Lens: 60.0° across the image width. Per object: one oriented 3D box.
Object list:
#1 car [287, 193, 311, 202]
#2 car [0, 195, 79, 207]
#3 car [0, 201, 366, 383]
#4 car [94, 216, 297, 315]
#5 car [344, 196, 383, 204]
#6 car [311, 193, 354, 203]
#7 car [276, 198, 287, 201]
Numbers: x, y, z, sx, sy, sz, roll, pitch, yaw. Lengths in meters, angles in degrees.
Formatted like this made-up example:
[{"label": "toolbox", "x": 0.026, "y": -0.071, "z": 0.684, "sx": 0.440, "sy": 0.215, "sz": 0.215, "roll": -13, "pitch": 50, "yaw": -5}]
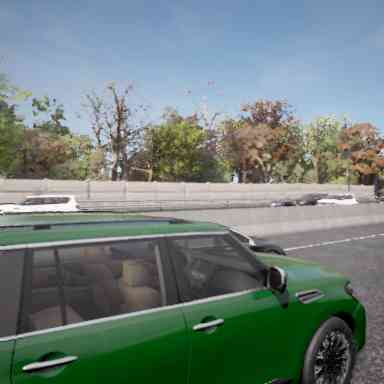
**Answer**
[{"label": "car", "x": 14.438, "y": 1.202, "z": 40.083, "sx": 5.566, "sy": 2.045, "sz": 2.150, "roll": 0, "pitch": 0, "yaw": -35}, {"label": "car", "x": -10.394, "y": 1.216, "z": 22.375, "sx": 5.566, "sy": 2.045, "sz": 2.150, "roll": 0, "pitch": 0, "yaw": -35}, {"label": "car", "x": -0.556, "y": 1.220, "z": 3.340, "sx": 5.566, "sy": 2.045, "sz": 2.150, "roll": 0, "pitch": 0, "yaw": -35}, {"label": "car", "x": 0.298, "y": 1.500, "z": 8.259, "sx": 4.892, "sy": 1.490, "sz": 1.837, "roll": 0, "pitch": 0, "yaw": -36}, {"label": "car", "x": 17.965, "y": 1.486, "z": 34.005, "sx": 4.892, "sy": 1.490, "sz": 1.837, "roll": 0, "pitch": 0, "yaw": -35}, {"label": "car", "x": 16.105, "y": 1.202, "z": 36.978, "sx": 5.566, "sy": 2.045, "sz": 2.150, "roll": 0, "pitch": 0, "yaw": -35}, {"label": "car", "x": 12.113, "y": 1.472, "z": 42.722, "sx": 4.902, "sy": 1.511, "sz": 2.128, "roll": 0, "pitch": 0, "yaw": -35}]
